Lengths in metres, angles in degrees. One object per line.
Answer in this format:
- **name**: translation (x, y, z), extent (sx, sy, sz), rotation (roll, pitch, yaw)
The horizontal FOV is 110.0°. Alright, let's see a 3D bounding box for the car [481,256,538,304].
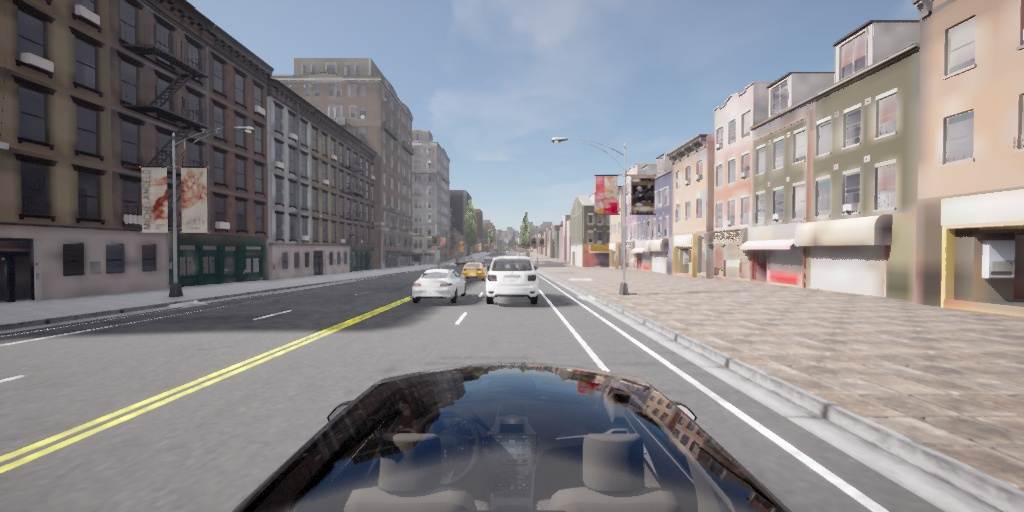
- **car**: translation (0.000, 1.028, 16.534), extent (2.150, 2.045, 5.566), rotation (0, 0, 0)

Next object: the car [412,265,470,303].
- **car**: translation (-3.250, 1.303, 16.505), extent (1.812, 1.442, 4.674), rotation (0, 0, 0)

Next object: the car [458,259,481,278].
- **car**: translation (-3.250, 1.319, 31.508), extent (1.882, 1.535, 5.008), rotation (0, 0, 0)
